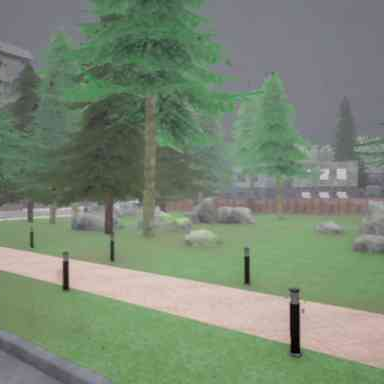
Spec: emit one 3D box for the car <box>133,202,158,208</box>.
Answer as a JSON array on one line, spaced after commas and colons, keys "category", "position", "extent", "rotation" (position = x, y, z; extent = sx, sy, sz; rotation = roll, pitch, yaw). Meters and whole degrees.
[{"category": "car", "position": [-7.977, 1.909, 56.539], "extent": [1.882, 1.535, 5.008], "rotation": [-1, -1, 37]}]
